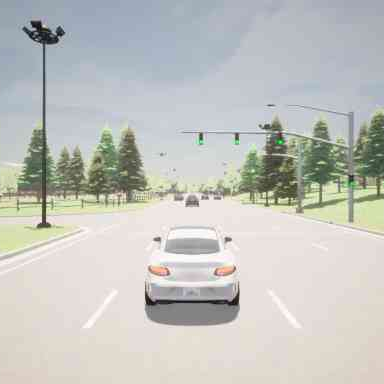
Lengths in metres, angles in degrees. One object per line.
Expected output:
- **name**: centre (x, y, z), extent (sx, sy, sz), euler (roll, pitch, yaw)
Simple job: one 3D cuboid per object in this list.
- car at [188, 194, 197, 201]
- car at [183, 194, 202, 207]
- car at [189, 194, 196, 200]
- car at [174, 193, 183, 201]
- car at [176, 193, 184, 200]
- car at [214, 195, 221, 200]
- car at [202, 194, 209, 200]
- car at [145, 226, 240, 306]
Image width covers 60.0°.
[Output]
- **car**: centre (0.102, 1.347, 82.820), extent (2.097, 1.767, 4.553), euler (0, 0, 0)
- **car**: centre (0.063, 1.352, 51.790), extent (2.097, 1.767, 4.553), euler (0, 0, 0)
- **car**: centre (0.114, 1.332, 92.853), extent (1.837, 1.490, 4.892), euler (0, 0, 0)
- **car**: centre (-3.398, 1.544, 82.821), extent (1.994, 1.385, 4.181), euler (0, 0, 0)
- **car**: centre (-3.386, 1.187, 92.827), extent (2.097, 1.767, 4.553), euler (0, 0, 0)
- **car**: centre (7.114, 1.525, 93.258), extent (2.128, 1.511, 4.902), euler (0, 0, 0)
- **car**: centre (3.614, 1.355, 93.232), extent (2.097, 1.767, 4.553), euler (0, 0, 0)
- **car**: centre (0.016, 1.526, 7.917), extent (1.812, 1.442, 4.674), euler (0, 0, 0)
